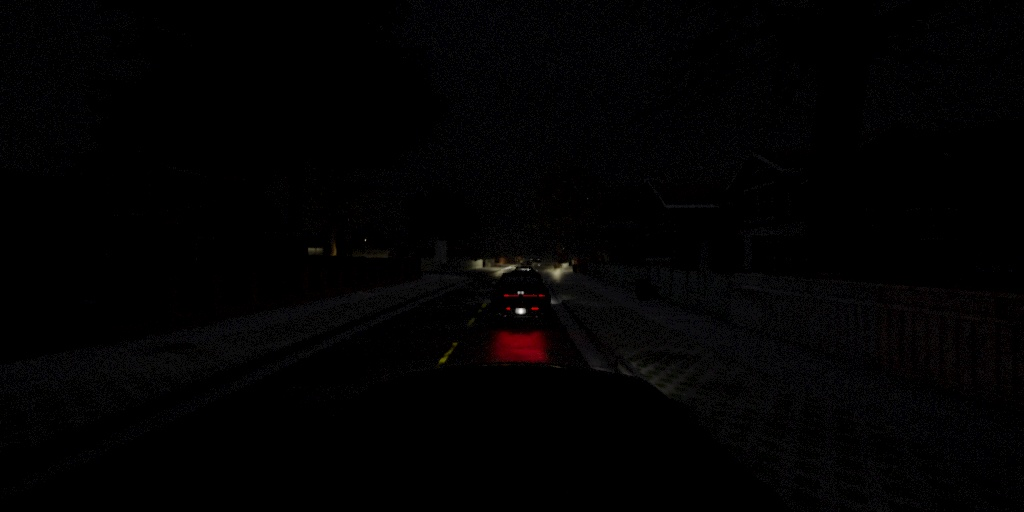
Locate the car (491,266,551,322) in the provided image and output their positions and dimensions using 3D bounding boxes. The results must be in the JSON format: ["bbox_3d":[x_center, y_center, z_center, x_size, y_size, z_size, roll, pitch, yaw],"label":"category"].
[{"bbox_3d":[0.314,1.284,12.511,1.837,1.490,4.892,0,0,2],"label":"car"}]

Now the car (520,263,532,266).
[{"bbox_3d":[0.780,1.365,23.416,1.994,1.385,4.181,0,0,4],"label":"car"}]
